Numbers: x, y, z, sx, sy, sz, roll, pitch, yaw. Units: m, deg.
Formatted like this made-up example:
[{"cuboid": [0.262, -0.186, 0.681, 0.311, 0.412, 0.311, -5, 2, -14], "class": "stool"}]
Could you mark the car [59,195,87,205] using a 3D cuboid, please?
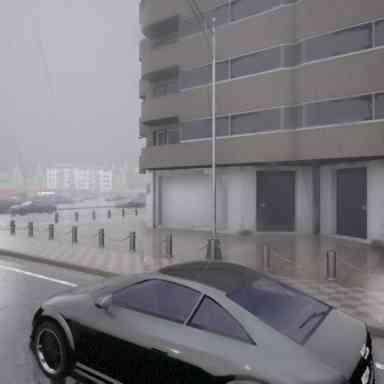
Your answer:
[{"cuboid": [-22.913, 1.451, 64.145, 1.970, 1.475, 3.806, 0, 0, 35], "class": "car"}]

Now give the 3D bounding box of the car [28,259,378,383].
[{"cuboid": [-0.122, 1.564, 4.068, 4.181, 1.385, 1.994, 0, 0, 35], "class": "car"}]

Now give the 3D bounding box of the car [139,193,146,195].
[{"cuboid": [-10.671, 1.211, 76.895, 1.905, 1.878, 3.866, 0, 0, 35], "class": "car"}]

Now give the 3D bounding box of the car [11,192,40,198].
[{"cuboid": [-36.801, 1.209, 73.771, 1.932, 1.855, 4.605, 0, 0, 35], "class": "car"}]

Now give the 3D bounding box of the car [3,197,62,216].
[{"cuboid": [-16.007, 1.581, 33.572, 1.812, 1.442, 4.674, 0, 0, 35], "class": "car"}]

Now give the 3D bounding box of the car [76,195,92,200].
[{"cuboid": [-29.125, 1.451, 89.800, 1.970, 1.475, 3.806, 0, 0, 35], "class": "car"}]

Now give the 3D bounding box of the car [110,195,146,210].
[{"cuboid": [-8.244, 1.582, 44.740, 1.812, 1.442, 4.674, 0, 0, 35], "class": "car"}]

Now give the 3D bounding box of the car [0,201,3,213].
[{"cuboid": [-19.789, 1.603, 34.299, 2.033, 1.411, 5.357, 0, 0, 35], "class": "car"}]

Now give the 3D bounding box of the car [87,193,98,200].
[{"cuboid": [-26.761, 1.211, 88.129, 1.905, 1.878, 3.866, 0, 0, 35], "class": "car"}]
